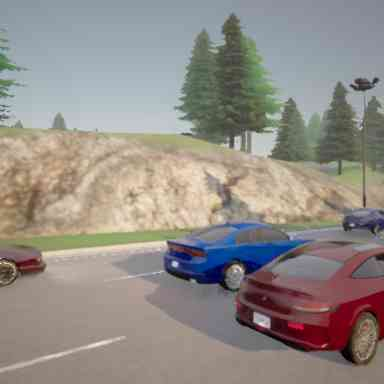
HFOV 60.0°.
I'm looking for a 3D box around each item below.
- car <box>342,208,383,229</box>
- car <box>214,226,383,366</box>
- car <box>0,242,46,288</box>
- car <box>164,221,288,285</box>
[{"bbox_3d":[11.110,1.738,20.582,4.674,1.442,1.812,0,-1,-36],"label":"car"},{"bbox_3d":[2.818,1.586,5.868,4.674,1.442,1.812,0,0,-36],"label":"car"},{"bbox_3d":[-6.417,1.601,7.788,5.357,1.411,2.033,0,-1,-35],"label":"car"},{"bbox_3d":[1.609,1.565,9.304,5.008,1.535,1.882,0,-1,-36],"label":"car"}]
